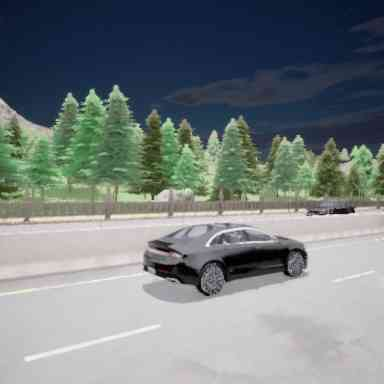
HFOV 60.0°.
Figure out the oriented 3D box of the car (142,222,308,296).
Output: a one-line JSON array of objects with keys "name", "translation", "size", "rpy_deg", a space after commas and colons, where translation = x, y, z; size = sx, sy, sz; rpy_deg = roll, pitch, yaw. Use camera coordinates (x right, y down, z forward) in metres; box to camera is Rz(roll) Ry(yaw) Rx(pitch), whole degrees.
[{"name": "car", "translation": [1.077, 1.569, 8.858], "size": [4.902, 1.511, 2.128], "rpy_deg": [1, 0, -35]}]
